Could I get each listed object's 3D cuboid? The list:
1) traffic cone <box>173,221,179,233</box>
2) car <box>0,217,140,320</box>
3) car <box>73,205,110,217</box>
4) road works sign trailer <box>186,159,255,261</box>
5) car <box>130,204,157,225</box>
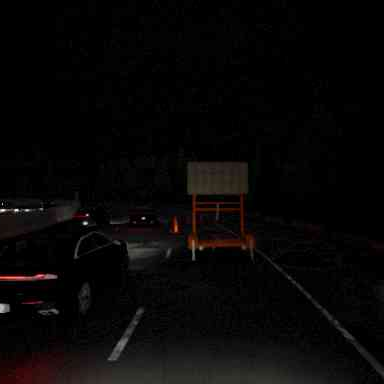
[{"bbox_3d":[-0.926,2.077,19.584,0.340,0.580,0.340,0,0,-3],"label":"traffic cone"},{"bbox_3d":[-2.775,1.545,7.422,2.128,1.511,4.902,0,0,3],"label":"car"},{"bbox_3d":[-6.898,1.668,23.051,1.837,1.490,4.892,0,0,-6],"label":"car"},{"bbox_3d":[0.971,0.539,12.694,2.380,3.560,2.880,0,0,-3],"label":"road works sign trailer"},{"bbox_3d":[-3.646,1.642,25.164,1.882,1.535,5.008,0,0,-7],"label":"car"}]
